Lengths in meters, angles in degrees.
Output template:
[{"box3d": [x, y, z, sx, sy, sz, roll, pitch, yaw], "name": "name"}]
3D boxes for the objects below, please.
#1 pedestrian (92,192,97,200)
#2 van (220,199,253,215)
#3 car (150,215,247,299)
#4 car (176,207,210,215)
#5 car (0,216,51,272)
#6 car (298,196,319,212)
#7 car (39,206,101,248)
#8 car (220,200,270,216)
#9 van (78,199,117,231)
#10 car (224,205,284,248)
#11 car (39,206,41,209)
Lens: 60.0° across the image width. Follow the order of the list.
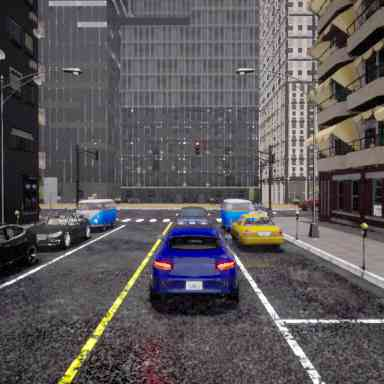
[{"box3d": [-12.425, 0.885, 42.427, 0.375, 1.860, 0.375, 0, 1, 0], "name": "pedestrian"}, {"box3d": [2.662, 1.337, 20.008, 1.690, 1.788, 3.998, -1, 0, 0], "name": "van"}, {"box3d": [0.060, 1.524, 8.308, 1.812, 1.442, 4.674, 0, 0, 1], "name": "car"}, {"box3d": [0.047, 1.544, 18.551, 2.033, 1.411, 5.357, 0, 0, 1], "name": "car"}, {"box3d": [-5.707, 1.564, 8.826, 1.947, 1.339, 4.313, -1, 0, 0], "name": "car"}, {"box3d": [15.209, 1.338, 39.348, 5.009, 1.841, 2.192, 0, 1, 0], "name": "car"}, {"box3d": [-5.711, 1.548, 14.429, 2.008, 1.369, 4.403, -1, 0, 0], "name": "car"}, {"box3d": [5.290, 1.577, 33.607, 4.674, 1.442, 1.812, 0, 1, 0], "name": "car"}, {"box3d": [-5.718, 1.337, 20.030, 1.690, 1.788, 3.998, -1, 0, 0], "name": "van"}, {"box3d": [2.669, 1.522, 14.576, 1.752, 1.417, 4.829, -1, 0, 0], "name": "car"}, {"box3d": [-17.607, 1.501, 33.725, 4.181, 1.385, 1.994, 0, 1, 0], "name": "car"}]
